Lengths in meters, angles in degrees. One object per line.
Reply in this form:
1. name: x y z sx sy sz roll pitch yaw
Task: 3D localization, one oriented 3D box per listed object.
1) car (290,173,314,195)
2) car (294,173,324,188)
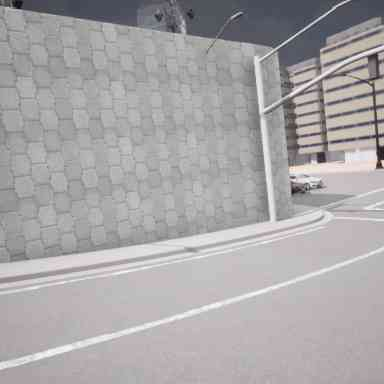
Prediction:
1. car: 7.357 -0.459 27.865 1.812 1.442 4.674 -10 6 -35
2. car: 9.710 -0.974 30.507 1.812 1.442 4.674 -10 6 -35
